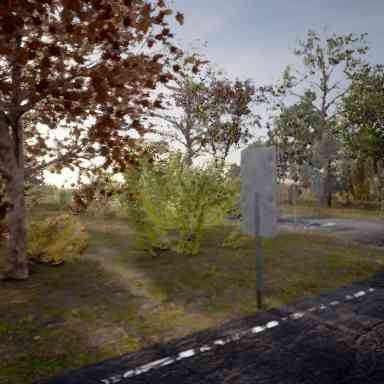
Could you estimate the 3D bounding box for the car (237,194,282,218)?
[{"bbox_3d":[3.948,0.925,22.892,2.097,1.767,4.553,-2,2,-34],"label":"car"}]
